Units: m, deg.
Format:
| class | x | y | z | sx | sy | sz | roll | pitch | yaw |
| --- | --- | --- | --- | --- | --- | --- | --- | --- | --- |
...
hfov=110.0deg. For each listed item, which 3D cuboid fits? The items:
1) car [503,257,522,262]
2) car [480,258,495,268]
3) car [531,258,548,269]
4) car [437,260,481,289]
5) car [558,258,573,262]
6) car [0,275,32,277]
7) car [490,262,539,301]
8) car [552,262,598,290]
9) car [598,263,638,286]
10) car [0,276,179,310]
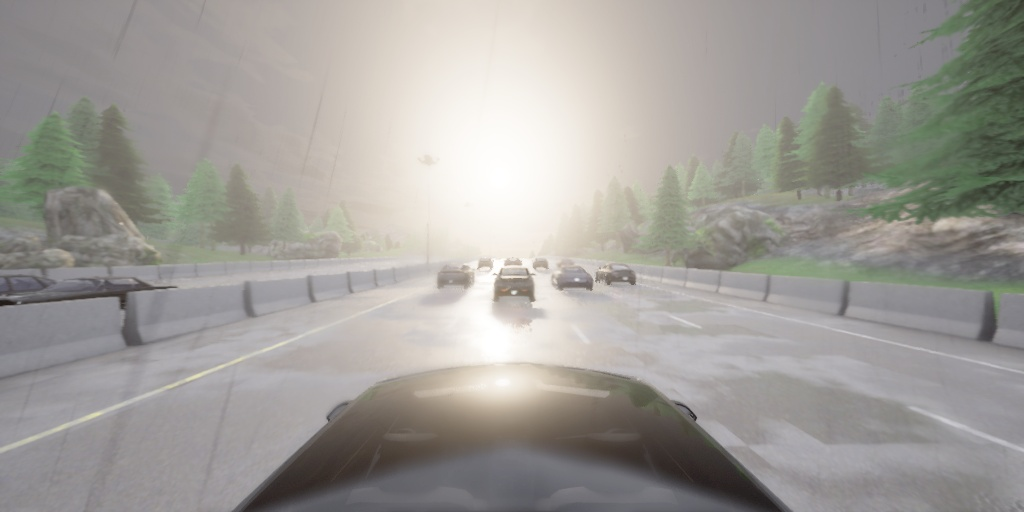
| class | x | y | z | sx | sy | sz | roll | pitch | yaw |
| --- | --- | --- | --- | --- | --- | --- | --- | --- | --- |
| car | 0.106 | 0.859 | 40.377 | 2.097 | 1.767 | 4.553 | 0 | 1 | 0 |
| car | -3.393 | 0.931 | 46.831 | 1.837 | 1.490 | 4.892 | 0 | 1 | 0 |
| car | 3.607 | 0.936 | 46.296 | 1.837 | 1.490 | 4.892 | 0 | 1 | 0 |
| car | -3.398 | 1.195 | 22.417 | 2.128 | 1.511 | 4.902 | 0 | 0 | 0 |
| car | 7.107 | 0.977 | 47.489 | 1.994 | 1.385 | 4.181 | 0 | 1 | 0 |
| car | -17.499 | 1.332 | 11.847 | 2.033 | 1.411 | 5.357 | 0 | 0 | 0 |
| car | 0.102 | 1.238 | 17.350 | 1.837 | 1.490 | 4.892 | 0 | 0 | 0 |
| car | 3.603 | 1.268 | 21.905 | 1.994 | 1.385 | 4.181 | 0 | 0 | 0 |
| car | 7.103 | 1.207 | 24.769 | 1.812 | 1.442 | 4.674 | 0 | 1 | 0 |
| car | -13.999 | 1.355 | 11.809 | 1.895 | 1.301 | 4.718 | 0 | 0 | 0 |
